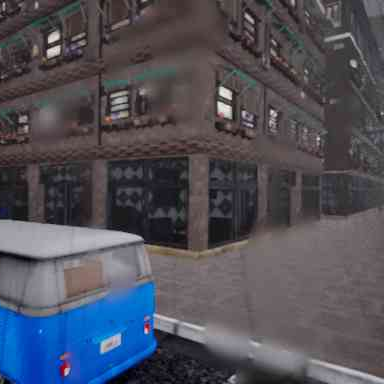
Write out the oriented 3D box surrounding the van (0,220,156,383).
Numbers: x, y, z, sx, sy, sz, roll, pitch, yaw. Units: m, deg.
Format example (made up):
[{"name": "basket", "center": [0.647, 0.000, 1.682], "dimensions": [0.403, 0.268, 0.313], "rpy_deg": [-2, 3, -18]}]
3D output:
[{"name": "van", "center": [-2.356, 1.337, 4.536], "dimensions": [3.998, 1.788, 1.690], "rpy_deg": [0, 1, 36]}]
